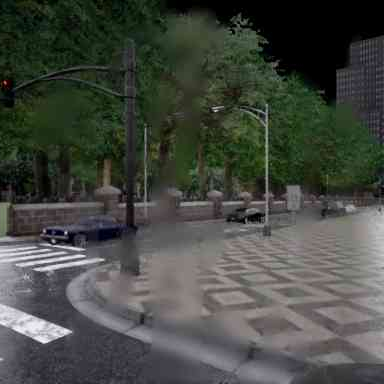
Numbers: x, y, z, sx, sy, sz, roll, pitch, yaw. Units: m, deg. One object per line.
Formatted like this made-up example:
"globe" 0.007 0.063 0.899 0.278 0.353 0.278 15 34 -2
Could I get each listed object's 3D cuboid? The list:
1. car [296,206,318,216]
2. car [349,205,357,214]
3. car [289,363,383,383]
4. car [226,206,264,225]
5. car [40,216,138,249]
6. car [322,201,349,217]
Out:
"car" 15.649 2.550 45.313 1.994 1.385 4.181 0 -1 36
"car" 25.281 2.771 53.478 1.812 1.442 4.674 0 -1 35
"car" 2.373 1.551 1.264 4.403 1.369 2.008 0 0 36
"car" 4.898 2.073 30.280 1.882 1.535 5.008 0 -1 35
"car" -4.832 1.846 16.221 1.895 1.301 4.718 0 -1 31
"car" 19.141 2.238 44.824 2.150 2.045 5.566 0 -1 35
